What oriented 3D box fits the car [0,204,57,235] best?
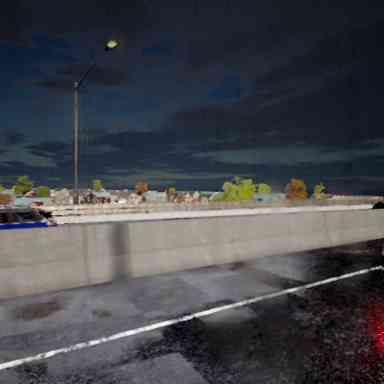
[{"bbox_3d":[-10.182,1.502,18.213,4.892,1.490,1.837,0,0,-35],"label":"car"}]

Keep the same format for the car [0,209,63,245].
[{"bbox_3d":[-8.352,1.562,15.218,4.181,1.385,1.994,0,0,-35],"label":"car"}]

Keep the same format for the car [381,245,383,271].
[{"bbox_3d":[6.743,1.510,8.504,4.902,1.511,2.128,0,0,-35],"label":"car"}]

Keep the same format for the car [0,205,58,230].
[{"bbox_3d":[-7.318,1.349,11.658,4.553,1.767,2.097,0,0,-35],"label":"car"}]

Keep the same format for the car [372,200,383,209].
[{"bbox_3d":[24.900,1.682,42.482,4.181,1.385,1.994,0,0,-34],"label":"car"}]
